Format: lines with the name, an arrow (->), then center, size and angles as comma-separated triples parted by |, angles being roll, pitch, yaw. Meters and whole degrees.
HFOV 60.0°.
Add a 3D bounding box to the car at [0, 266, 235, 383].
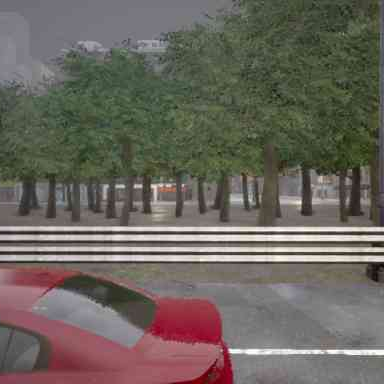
car -> -2.151, 1.478, 2.962 | 5.008, 1.535, 1.882 | 0, 0, 1
